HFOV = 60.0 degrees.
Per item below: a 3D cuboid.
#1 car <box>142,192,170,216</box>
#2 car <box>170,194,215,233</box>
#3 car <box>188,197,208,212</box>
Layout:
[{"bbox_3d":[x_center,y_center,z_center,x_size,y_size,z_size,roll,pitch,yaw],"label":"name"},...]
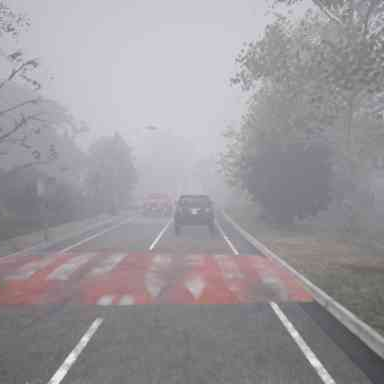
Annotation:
[{"bbox_3d":[-3.050,1.033,30.021,2.150,2.045,5.566,0,0,2],"label":"car"},{"bbox_3d":[0.142,1.145,19.455,2.150,2.045,5.566,0,0,1],"label":"car"},{"bbox_3d":[0.716,1.335,36.352,1.994,1.385,4.181,0,0,4],"label":"car"}]
